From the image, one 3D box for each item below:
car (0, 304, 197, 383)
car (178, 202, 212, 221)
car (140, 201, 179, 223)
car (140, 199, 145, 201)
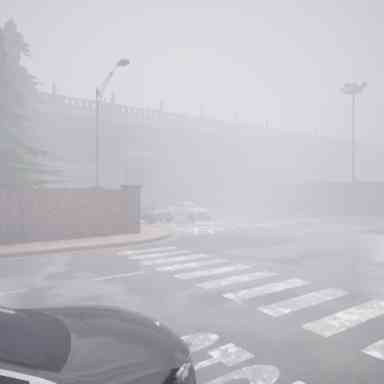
[{"bbox_3d":[-2.171,1.492,2.145,4.902,1.511,2.128,0,0,-36],"label":"car"},{"bbox_3d":[-0.310,1.578,27.961,1.812,1.442,4.674,0,0,-36],"label":"car"},{"bbox_3d":[-3.275,1.654,26.056,1.895,1.301,4.718,0,0,-35],"label":"car"},{"bbox_3d":[-5.706,1.530,35.576,1.882,1.535,5.008,0,0,-35],"label":"car"}]
